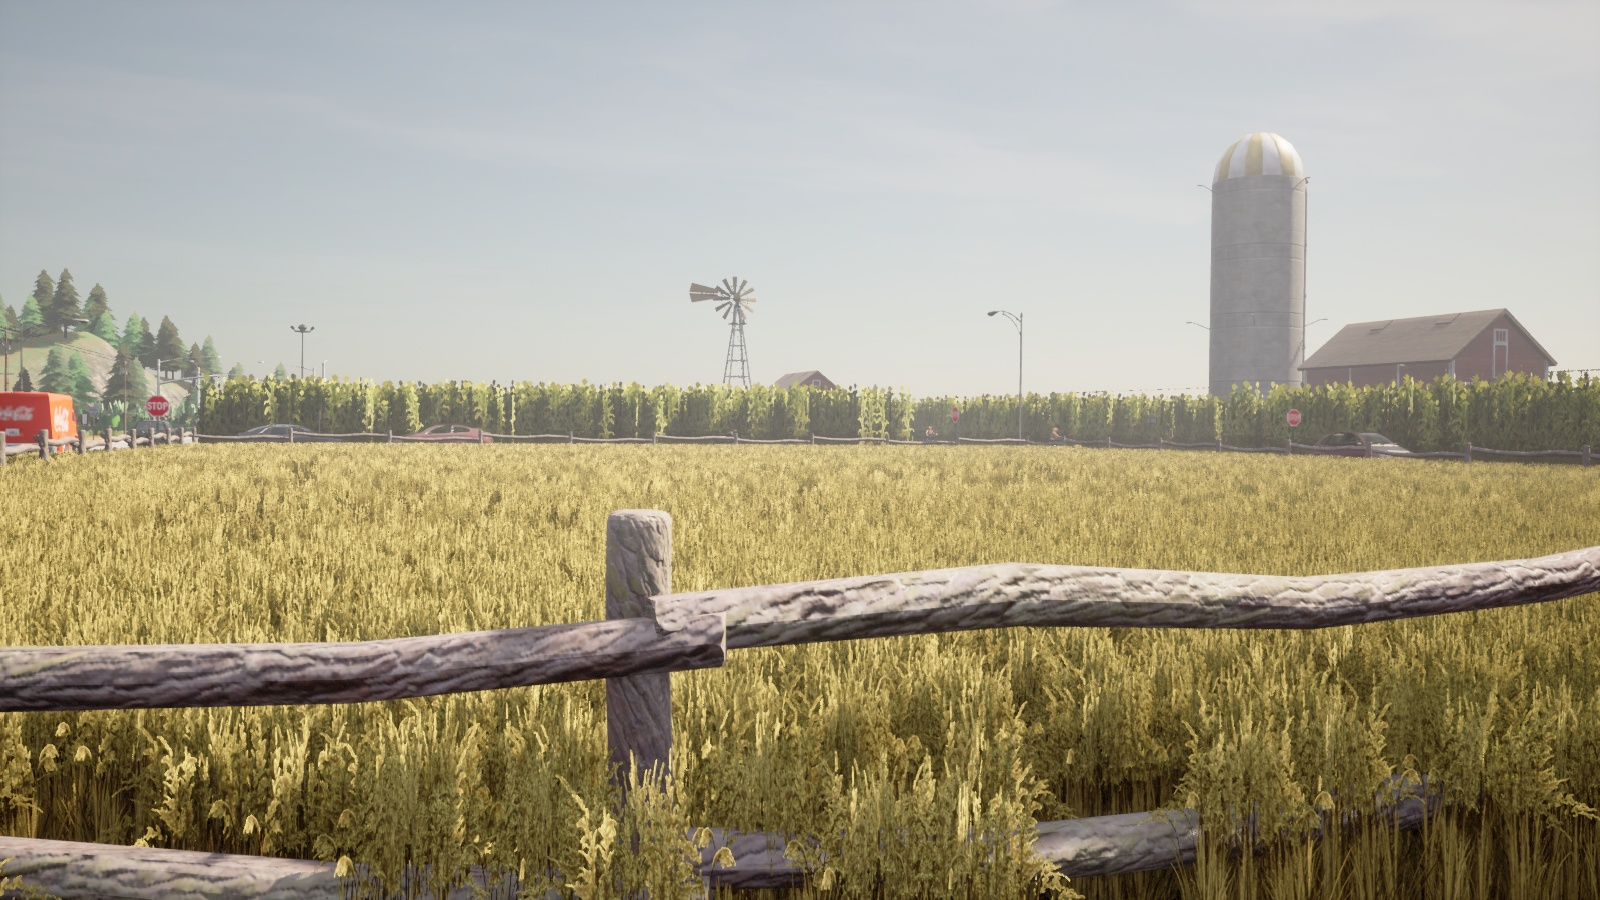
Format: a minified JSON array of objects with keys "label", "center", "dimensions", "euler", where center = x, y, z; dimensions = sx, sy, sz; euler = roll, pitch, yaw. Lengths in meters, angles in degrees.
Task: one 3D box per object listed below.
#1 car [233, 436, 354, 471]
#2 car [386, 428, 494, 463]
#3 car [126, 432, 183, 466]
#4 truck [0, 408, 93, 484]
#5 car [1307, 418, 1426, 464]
[{"label":"car","center":[-22.931,0.126,56.852],"dimensions":[4.892,1.490,1.837],"euler":[-1,1,-27]},{"label":"car","center":[-17.791,-0.240,62.038],"dimensions":[5.027,1.651,2.152],"euler":[-1,1,-19]},{"label":"car","center":[-34.984,-0.076,68.209],"dimensions":[2.097,1.767,4.553],"euler":[-1,1,-19]},{"label":"truck","center":[-26.348,-0.118,43.118],"dimensions":[2.627,2.467,5.204],"euler":[-1,0,-19]},{"label":"car","center":[21.030,-0.373,46.791],"dimensions":[1.851,1.617,3.988],"euler":[-1,1,-19]}]
